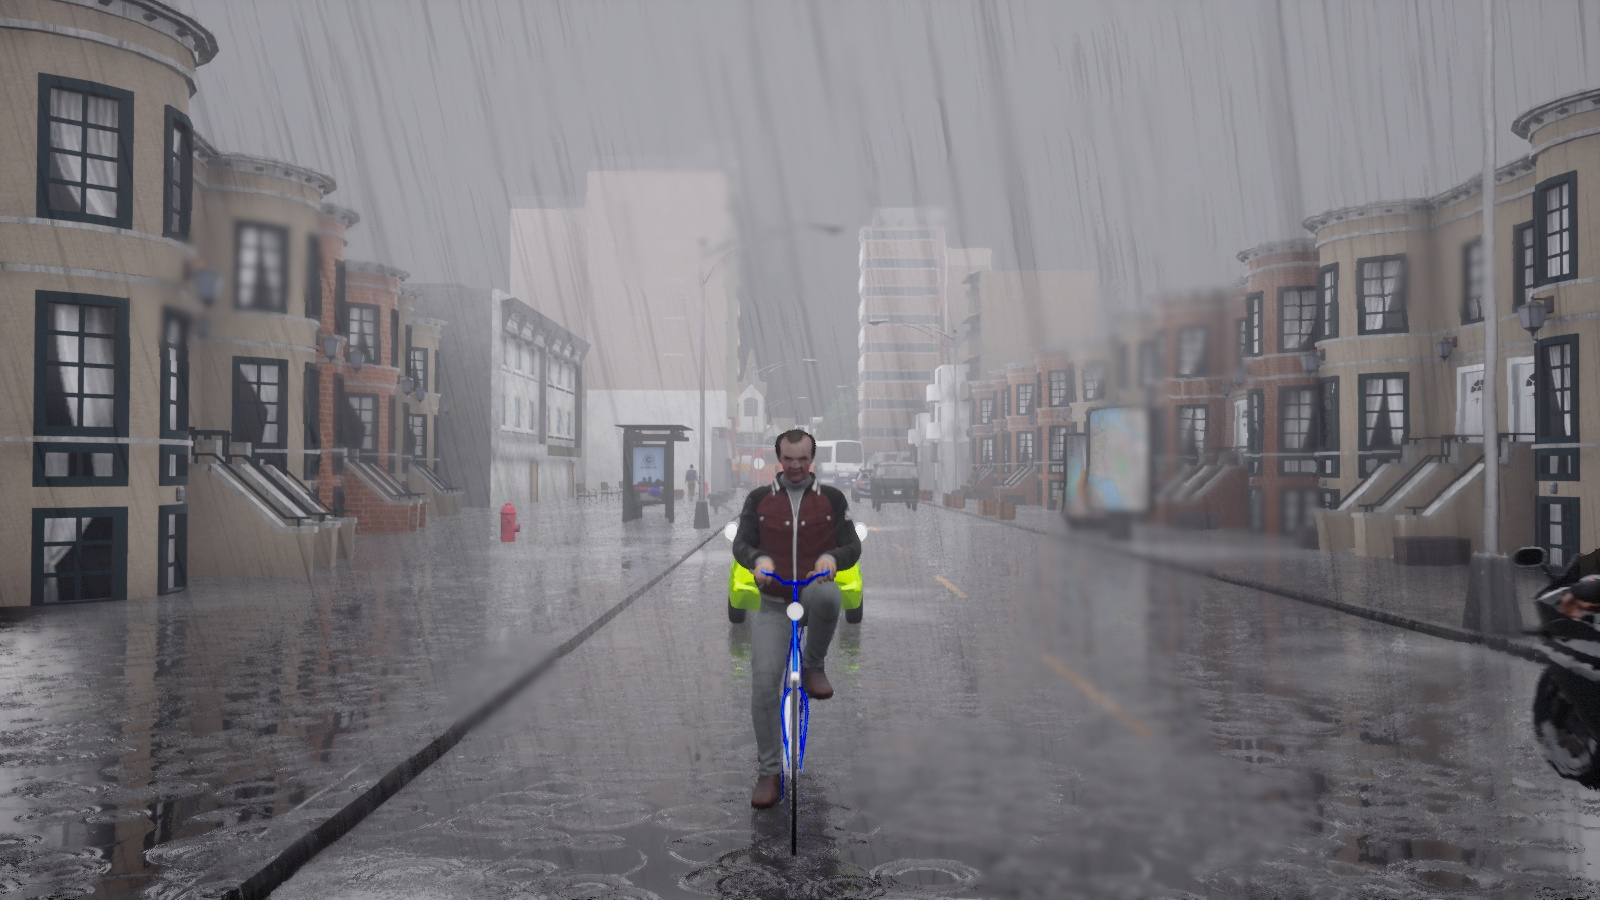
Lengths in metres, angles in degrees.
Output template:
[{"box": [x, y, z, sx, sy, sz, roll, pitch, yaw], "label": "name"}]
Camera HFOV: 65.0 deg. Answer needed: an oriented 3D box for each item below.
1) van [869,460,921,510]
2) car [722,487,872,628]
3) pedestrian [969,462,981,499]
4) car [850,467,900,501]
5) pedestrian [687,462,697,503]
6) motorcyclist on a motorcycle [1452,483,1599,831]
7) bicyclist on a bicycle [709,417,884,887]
[{"box": [3.862, 1.419, 51.782, 1.775, 1.987, 4.442, 0, -1, 0], "label": "van"}, {"box": [-0.036, 1.097, 13.583, 1.481, 1.376, 2.207, 0, -1, 0], "label": "car"}, {"box": [9.042, 1.576, 64.936, 0.396, 1.930, 0.692, 0, -1, -15], "label": "pedestrian"}, {"box": [3.821, 1.727, 64.670, 2.242, 1.667, 4.611, 0, -1, 0], "label": "car"}, {"box": [-5.128, 1.546, 59.771, 0.423, 1.949, 0.788, 0, -1, -1], "label": "pedestrian"}, {"box": [3.984, 0.929, 5.719, 0.866, 1.530, 2.191, 0, -1, 0], "label": "motorcyclist on a motorcycle"}, {"box": [-0.016, 0.781, 5.689, 0.659, 1.776, 1.843, 0, -1, 0], "label": "bicyclist on a bicycle"}]
